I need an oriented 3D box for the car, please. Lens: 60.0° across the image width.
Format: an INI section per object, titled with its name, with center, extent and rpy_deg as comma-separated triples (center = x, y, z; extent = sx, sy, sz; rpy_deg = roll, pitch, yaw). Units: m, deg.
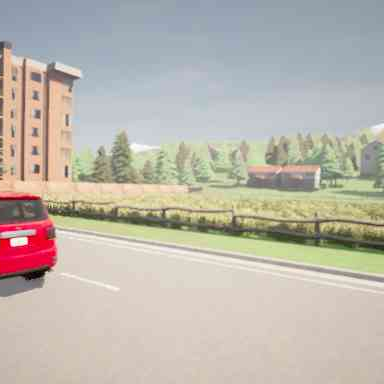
[car]
center = -5.488, 0.975, 7.913
extent = 5.566, 2.045, 2.150
rpy_deg = 2, 1, 36
